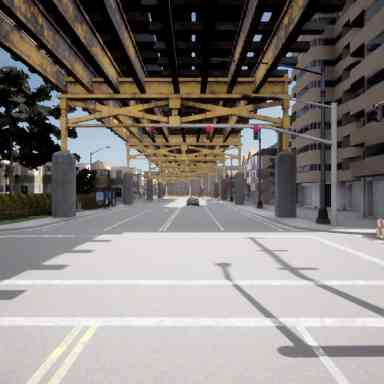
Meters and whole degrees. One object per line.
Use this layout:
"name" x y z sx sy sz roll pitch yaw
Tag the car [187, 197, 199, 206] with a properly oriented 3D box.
"car" 0.156 1.563 55.020 1.994 1.385 4.181 0 0 0
